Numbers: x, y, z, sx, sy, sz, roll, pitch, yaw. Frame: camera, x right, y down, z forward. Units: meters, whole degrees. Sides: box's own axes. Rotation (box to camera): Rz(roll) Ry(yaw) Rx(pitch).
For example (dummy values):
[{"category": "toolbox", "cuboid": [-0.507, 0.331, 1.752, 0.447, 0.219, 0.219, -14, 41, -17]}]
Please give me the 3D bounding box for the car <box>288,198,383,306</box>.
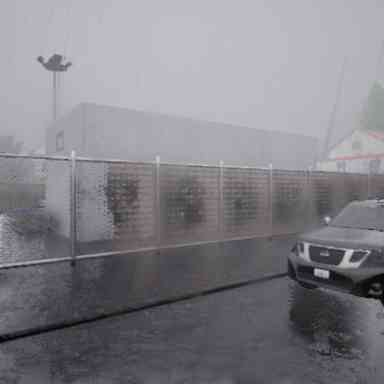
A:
[{"category": "car", "cuboid": [4.728, 1.191, 7.964, 5.566, 2.045, 2.150, 0, 0, -35]}]
